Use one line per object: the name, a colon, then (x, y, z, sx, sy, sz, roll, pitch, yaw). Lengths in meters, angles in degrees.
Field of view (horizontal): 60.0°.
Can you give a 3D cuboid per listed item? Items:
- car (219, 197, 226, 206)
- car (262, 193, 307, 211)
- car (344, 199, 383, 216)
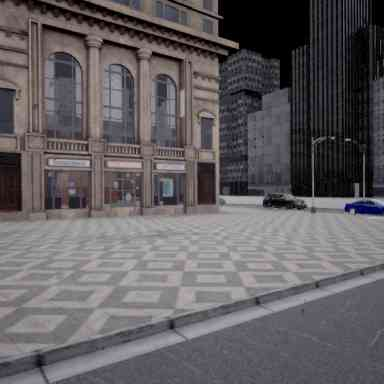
car: (3.143, 1.231, 50.839, 2.097, 1.767, 4.553, -1, 1, -34)
car: (10.862, 1.140, 39.385, 2.150, 2.045, 5.566, -1, 1, -34)
car: (16.717, 1.426, 30.727, 1.882, 1.535, 5.008, -1, 1, -35)
